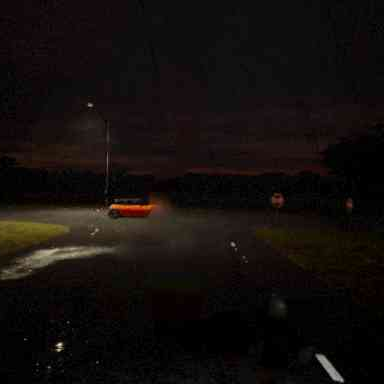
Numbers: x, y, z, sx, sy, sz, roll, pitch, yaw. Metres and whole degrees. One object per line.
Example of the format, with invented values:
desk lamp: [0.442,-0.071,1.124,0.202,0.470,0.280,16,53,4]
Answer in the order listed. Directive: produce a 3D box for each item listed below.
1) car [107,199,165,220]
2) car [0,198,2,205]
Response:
car: [-4.552,1.357,27.506,4.553,1.767,2.097,1,0,0]
car: [-22.376,0.963,34.554,4.902,1.511,2.128,2,1,0]
